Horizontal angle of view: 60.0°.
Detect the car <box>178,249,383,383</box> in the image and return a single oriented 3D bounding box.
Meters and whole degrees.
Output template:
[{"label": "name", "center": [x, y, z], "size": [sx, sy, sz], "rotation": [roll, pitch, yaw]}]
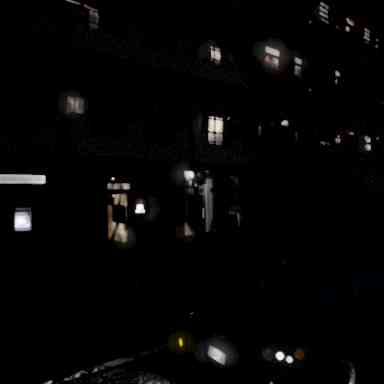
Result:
[{"label": "car", "center": [1.874, 1.590, 4.784], "size": [4.181, 1.385, 1.994], "rotation": [0, 0, -36]}]
